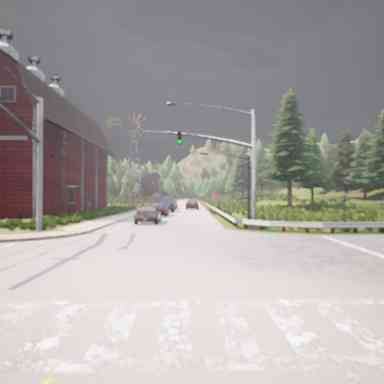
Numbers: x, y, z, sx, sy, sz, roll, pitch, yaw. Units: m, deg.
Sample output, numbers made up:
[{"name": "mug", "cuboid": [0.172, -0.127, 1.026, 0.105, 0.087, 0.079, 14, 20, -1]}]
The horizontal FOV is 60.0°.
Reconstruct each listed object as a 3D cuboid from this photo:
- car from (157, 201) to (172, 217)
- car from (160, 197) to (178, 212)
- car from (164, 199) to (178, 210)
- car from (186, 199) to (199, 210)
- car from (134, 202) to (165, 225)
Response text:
[{"name": "car", "cuboid": [-3.582, 2.030, 36.762, 1.895, 1.301, 4.718, 0, -1, 0]}, {"name": "car", "cuboid": [-3.566, 1.765, 46.622, 2.150, 2.045, 5.566, 0, -1, 1]}, {"name": "car", "cuboid": [-3.535, 2.012, 56.700, 2.097, 1.767, 4.553, 0, -1, 0]}, {"name": "car", "cuboid": [0.027, 1.981, 54.013, 2.097, 1.767, 4.553, 0, -1, 0]}, {"name": "car", "cuboid": [-3.586, 1.848, 27.603, 1.812, 1.442, 4.674, 0, -1, 0]}]
